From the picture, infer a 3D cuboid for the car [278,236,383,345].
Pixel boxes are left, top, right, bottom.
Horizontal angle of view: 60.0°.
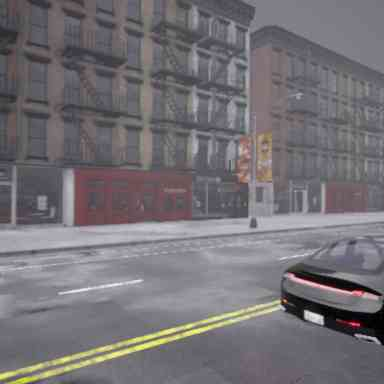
[{"bbox_3d":[3.678,1.567,6.054,4.902,1.511,2.128,1,0,-35],"label":"car"}]
